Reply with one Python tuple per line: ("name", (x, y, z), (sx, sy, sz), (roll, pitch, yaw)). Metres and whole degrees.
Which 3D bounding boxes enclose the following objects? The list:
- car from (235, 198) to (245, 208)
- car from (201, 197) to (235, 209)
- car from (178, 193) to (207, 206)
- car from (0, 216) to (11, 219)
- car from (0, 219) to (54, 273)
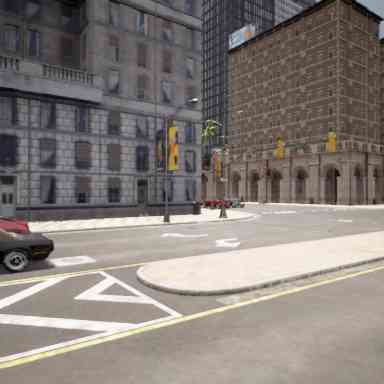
("car", (5.712, 1.525, 49.050), (2.128, 1.511, 4.902), (0, 0, -35))
("car", (3.282, 1.507, 46.420), (1.882, 1.535, 5.008), (0, 0, -35))
("car", (0.006, 1.253, 57.251), (2.150, 2.045, 5.566), (0, 0, -34))
("car", (-8.441, 1.525, 12.115), (4.674, 1.442, 1.812), (0, 0, -35))
("car", (-6.497, 1.600, 9.209), (4.718, 1.301, 1.895), (0, 0, -35))
